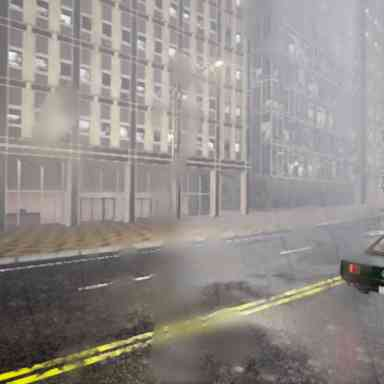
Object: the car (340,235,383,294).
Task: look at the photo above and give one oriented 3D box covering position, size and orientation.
[{"bbox_3d":[5.439,1.580,7.610,4.718,1.301,1.895,0,0,-38],"label":"car"}]
